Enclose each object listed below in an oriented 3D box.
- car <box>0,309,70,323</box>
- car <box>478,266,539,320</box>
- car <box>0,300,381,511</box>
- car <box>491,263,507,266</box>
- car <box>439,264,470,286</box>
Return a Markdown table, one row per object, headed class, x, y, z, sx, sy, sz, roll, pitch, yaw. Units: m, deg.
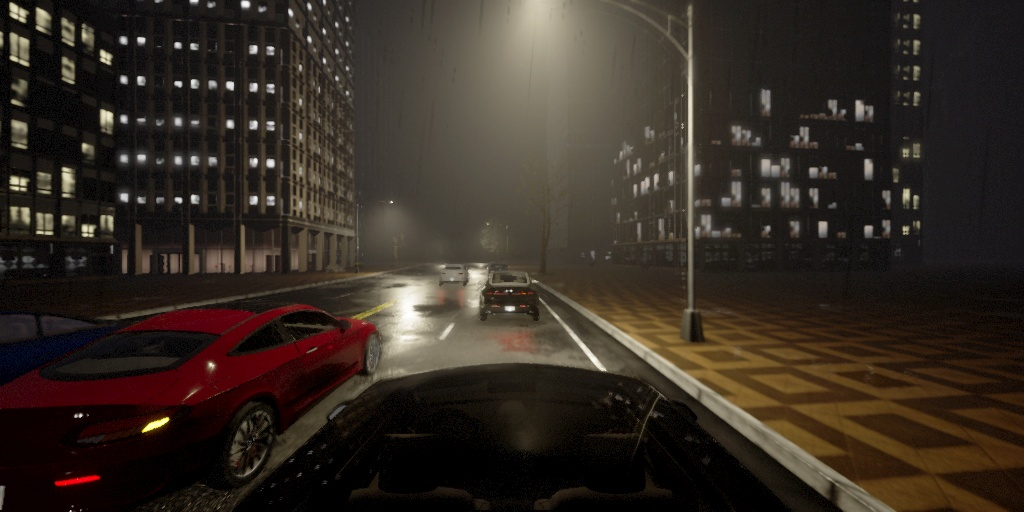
| class | x | y | z | sx | sy | sz | roll | pitch | yaw |
| --- | --- | --- | --- | --- | --- | --- | --- | --- | --- |
| car | -6.653 | 1.322 | 3.946 | 1.994 | 1.385 | 4.181 | 0 | 0 | -1 |
| car | -0.122 | 1.258 | 12.681 | 1.837 | 1.490 | 4.892 | 0 | 0 | -2 |
| car | -3.202 | 1.280 | 4.443 | 1.812 | 1.442 | 4.674 | 0 | 0 | 0 |
| car | -1.179 | 1.309 | 31.534 | 2.033 | 1.411 | 5.357 | 0 | 0 | -5 |
| car | -3.990 | 1.288 | 25.259 | 1.812 | 1.442 | 4.674 | 0 | 0 | -4 |
